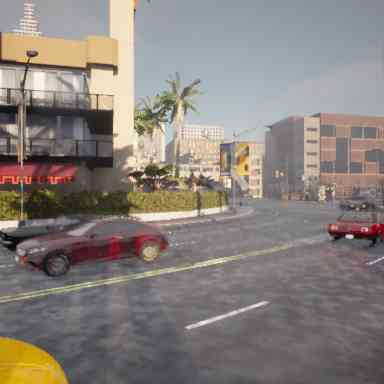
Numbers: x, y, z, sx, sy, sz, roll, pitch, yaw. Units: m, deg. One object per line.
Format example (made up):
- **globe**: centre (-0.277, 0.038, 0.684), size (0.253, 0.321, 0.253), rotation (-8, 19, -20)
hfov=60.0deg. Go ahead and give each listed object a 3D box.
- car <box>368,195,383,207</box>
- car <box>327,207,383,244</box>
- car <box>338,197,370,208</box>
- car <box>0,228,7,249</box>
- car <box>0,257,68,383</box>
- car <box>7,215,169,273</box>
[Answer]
- **car**: centre (22.193, 1.475, 40.947), size (2.128, 1.511, 4.902), rotation (0, 0, 5)
- **car**: centre (8.144, 1.594, 15.803), size (1.895, 1.301, 4.718), rotation (0, 0, 41)
- **car**: centre (18.568, 1.584, 38.774), size (1.895, 1.301, 4.718), rotation (0, 0, 9)
- **car**: centre (-4.931, 1.589, 13.103), size (4.718, 1.301, 1.895), rotation (0, 0, -39)
- **car**: centre (-3.080, 1.475, 1.287), size (5.008, 1.535, 1.882), rotation (0, 0, -34)
- **car**: centre (-2.878, 1.517, 10.371), size (4.674, 1.442, 1.812), rotation (0, 0, -39)
